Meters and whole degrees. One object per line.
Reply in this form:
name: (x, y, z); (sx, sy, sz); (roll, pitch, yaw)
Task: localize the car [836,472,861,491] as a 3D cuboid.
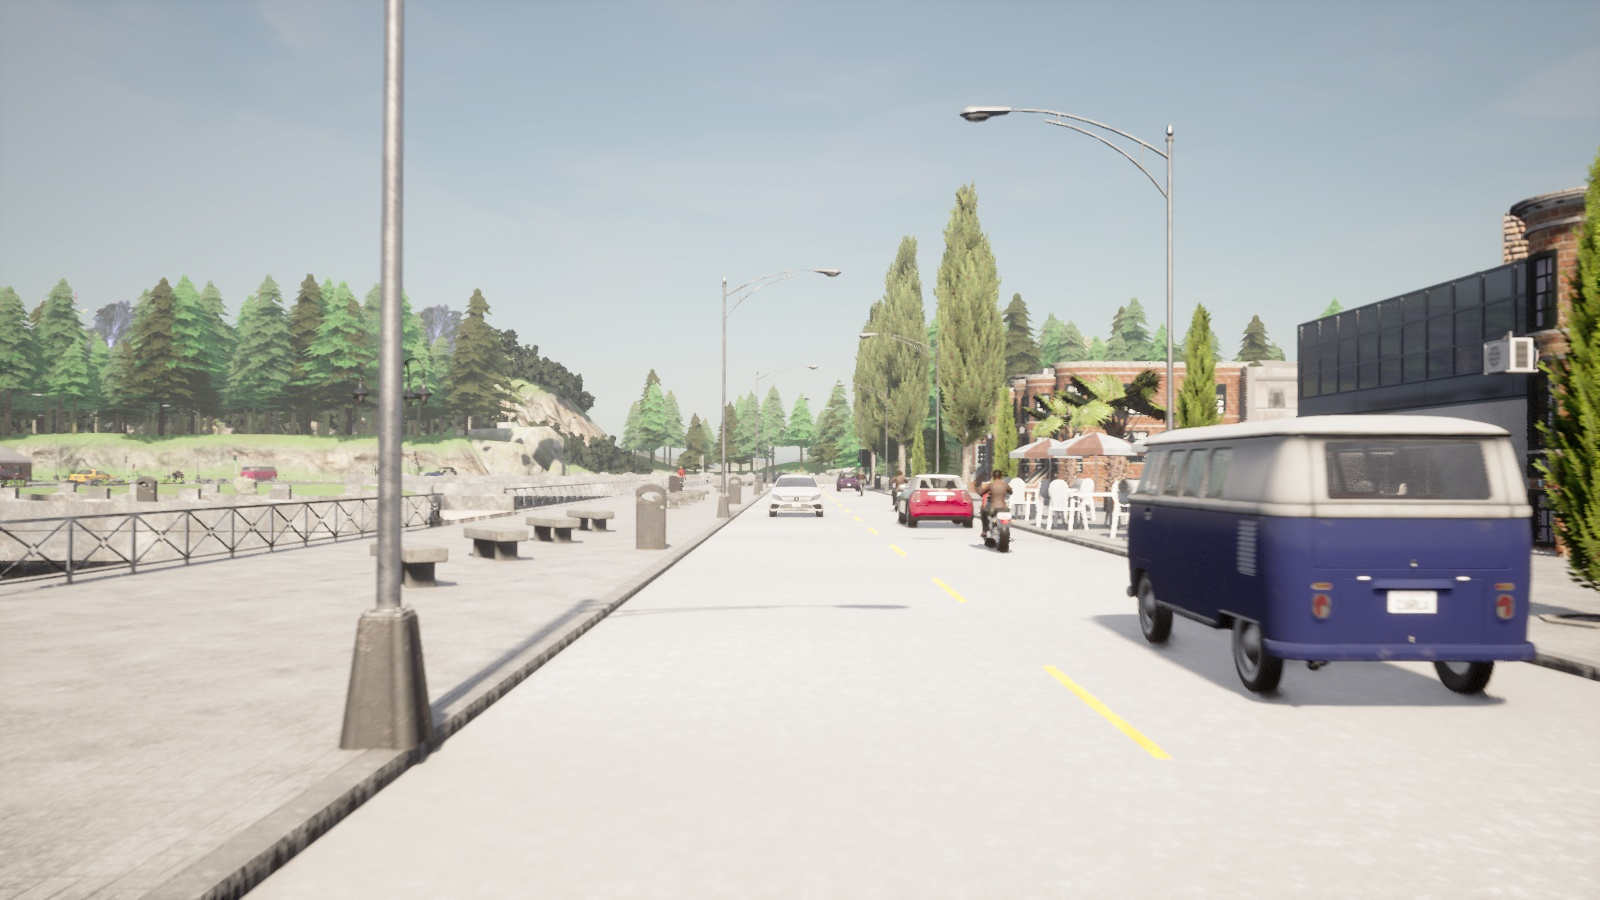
car: (3.747, 2.447, 97.611); (1.816, 1.474, 4.193); (0, -1, 0)

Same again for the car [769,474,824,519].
car: (-0.113, 1.570, 43.572); (1.812, 1.442, 4.674); (0, -1, 0)

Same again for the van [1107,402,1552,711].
van: (3.971, 0.725, 10.358); (1.775, 1.987, 4.442); (0, -1, 0)

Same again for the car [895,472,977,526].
car: (3.904, 1.377, 36.574); (1.970, 1.475, 3.806); (0, -1, 0)

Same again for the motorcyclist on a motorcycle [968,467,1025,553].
motorcyclist on a motorcycle: (3.933, 1.173, 25.334); (0.766, 1.649, 2.350); (0, -1, 0)
